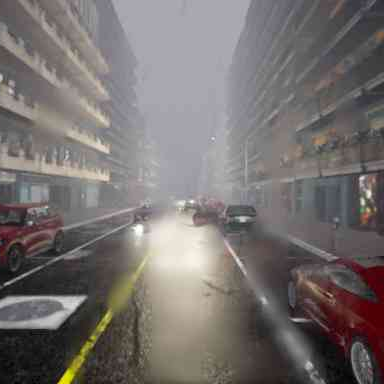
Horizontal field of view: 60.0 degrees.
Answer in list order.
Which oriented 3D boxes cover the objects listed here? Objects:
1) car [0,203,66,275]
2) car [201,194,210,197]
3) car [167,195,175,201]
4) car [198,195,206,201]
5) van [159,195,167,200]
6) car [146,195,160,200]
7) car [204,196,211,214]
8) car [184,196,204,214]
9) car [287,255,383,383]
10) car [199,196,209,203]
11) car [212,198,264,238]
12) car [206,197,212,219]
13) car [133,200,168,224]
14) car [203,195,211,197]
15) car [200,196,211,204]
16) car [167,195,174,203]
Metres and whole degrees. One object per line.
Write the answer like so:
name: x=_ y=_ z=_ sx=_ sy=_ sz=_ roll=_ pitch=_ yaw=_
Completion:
car: x=-5.693 y=1.306 z=10.540 sx=2.192 sy=1.841 sz=5.009 roll=0 pitch=0 yaw=0
car: x=2.679 y=1.347 z=61.474 sx=2.192 sy=1.841 sz=5.009 roll=0 pitch=0 yaw=0
car: x=-5.704 y=1.629 z=89.637 sx=1.752 sy=1.417 sz=4.829 roll=0 pitch=0 yaw=0
car: x=2.676 y=1.545 z=89.784 sx=1.967 sy=1.590 sz=4.097 roll=0 pitch=0 yaw=0
van: x=-5.700 y=1.361 z=55.836 sx=1.690 sy=1.788 sz=3.998 roll=0 pitch=0 yaw=0
car: x=-5.698 y=1.528 z=44.342 sx=1.752 sy=1.417 sz=4.829 roll=0 pitch=0 yaw=0
car: x=2.684 y=1.544 z=38.832 sx=1.887 sy=1.381 sz=4.507 roll=0 pitch=0 yaw=0
car: x=0.034 y=1.548 z=40.120 sx=2.033 sy=1.411 sz=5.357 roll=0 pitch=0 yaw=1
car: x=2.689 y=1.576 z=4.860 sx=1.802 sy=1.307 sz=4.206 roll=0 pitch=0 yaw=0
car: x=2.679 y=1.608 z=72.798 sx=2.008 sy=1.369 sz=4.403 roll=0 pitch=0 yaw=0
car: x=2.387 y=1.344 z=17.777 sx=2.097 sy=1.767 sz=4.553 roll=0 pitch=0 yaw=0
car: x=2.685 y=1.542 z=33.166 sx=1.887 sy=1.381 sz=4.507 roll=0 pitch=0 yaw=0
car: x=-3.099 y=1.558 z=24.569 sx=1.994 sy=1.385 sz=4.181 roll=0 pitch=0 yaw=0
car: x=2.682 y=1.529 z=44.660 sx=1.752 sy=1.417 sz=4.829 roll=0 pitch=0 yaw=0
car: x=2.679 y=1.595 z=67.136 sx=2.008 sy=1.369 sz=4.403 roll=0 pitch=0 yaw=0
car: x=-5.702 y=1.497 z=72.821 sx=1.967 sy=1.590 sz=4.097 roll=0 pitch=0 yaw=0
